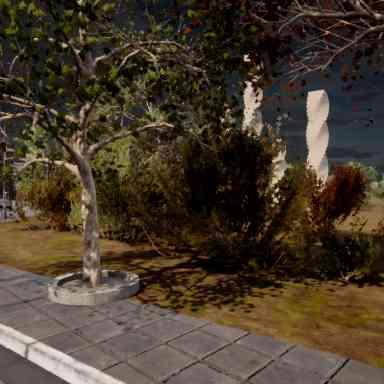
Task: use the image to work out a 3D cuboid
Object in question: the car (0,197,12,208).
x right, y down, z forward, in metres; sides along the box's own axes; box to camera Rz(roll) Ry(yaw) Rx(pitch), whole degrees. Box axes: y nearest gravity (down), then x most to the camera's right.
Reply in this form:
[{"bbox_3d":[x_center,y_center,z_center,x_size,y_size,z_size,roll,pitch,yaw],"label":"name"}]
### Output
[{"bbox_3d":[-21.527,1.286,37.779,2.033,1.411,5.357,1,1,-31],"label":"car"}]
